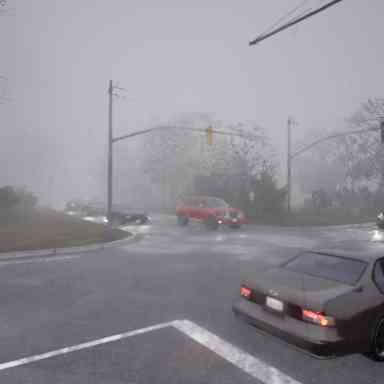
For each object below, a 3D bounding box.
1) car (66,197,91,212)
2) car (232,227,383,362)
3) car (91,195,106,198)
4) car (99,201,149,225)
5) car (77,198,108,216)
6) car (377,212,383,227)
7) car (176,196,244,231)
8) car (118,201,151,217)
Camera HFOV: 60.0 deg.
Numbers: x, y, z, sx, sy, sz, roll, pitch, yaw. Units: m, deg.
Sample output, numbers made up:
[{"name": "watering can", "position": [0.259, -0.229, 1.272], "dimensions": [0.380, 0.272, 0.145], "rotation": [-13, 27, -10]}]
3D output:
[{"name": "car", "position": [-14.722, 1.540, 42.565], "dimensions": [2.097, 1.767, 4.553], "rotation": [1, -1, -28]}, {"name": "car", "position": [3.218, 1.598, 5.949], "dimensions": [5.357, 1.411, 2.033], "rotation": [1, 0, -34]}, {"name": "car", "position": [-13.221, 1.469, 47.279], "dimensions": [2.150, 2.045, 5.566], "rotation": [1, 0, -26]}, {"name": "car", "position": [-5.104, 1.631, 25.367], "dimensions": [2.033, 1.411, 5.357], "rotation": [1, 0, -31]}, {"name": "car", "position": [-9.984, 1.622, 33.748], "dimensions": [1.837, 1.490, 4.892], "rotation": [1, -1, -29]}, {"name": "car", "position": [14.230, 1.557, 21.896], "dimensions": [4.553, 1.767, 2.097], "rotation": [1, 0, -32]}, {"name": "car", "position": [1.046, 1.328, 22.216], "dimensions": [2.150, 2.045, 5.566], "rotation": [1, 0, -33]}, {"name": "car", "position": [-5.832, 1.698, 33.489], "dimensions": [1.994, 1.385, 4.181], "rotation": [1, 0, -30]}]
